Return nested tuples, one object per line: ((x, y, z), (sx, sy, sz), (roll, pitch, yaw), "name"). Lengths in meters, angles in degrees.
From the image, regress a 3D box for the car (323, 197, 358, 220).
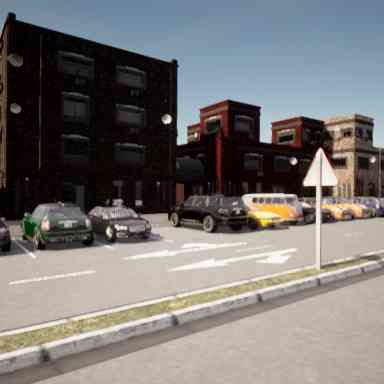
((9.762, 1.220, 25.568), (2.185, 1.767, 4.553), (0, 0, -36), "car")

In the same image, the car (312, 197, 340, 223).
((7.533, 1.354, 23.944), (2.097, 1.535, 5.008), (0, 0, -36), "car")

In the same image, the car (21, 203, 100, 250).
((-5.910, 1.280, 14.294), (2.185, 1.767, 4.553), (0, 0, -36), "car")

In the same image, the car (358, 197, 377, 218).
((12.005, 1.213, 27.170), (2.185, 1.767, 4.553), (0, 0, -36), "car")

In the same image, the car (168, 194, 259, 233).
((0.789, 1.130, 19.153), (2.435, 2.045, 5.566), (0, 0, -36), "car")

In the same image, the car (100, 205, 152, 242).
((-3.684, 1.401, 15.930), (2.231, 1.521, 4.892), (0, 0, -36), "car")

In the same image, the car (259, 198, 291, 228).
((3.157, 1.369, 20.583), (1.946, 1.575, 5.366), (0, 0, -36), "car")

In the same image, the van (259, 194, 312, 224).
((5.360, 1.137, 22.241), (1.878, 1.987, 4.442), (0, 0, -36), "van")

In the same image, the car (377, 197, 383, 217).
((14.285, 1.207, 28.723), (2.185, 1.767, 4.553), (0, 0, -36), "car")

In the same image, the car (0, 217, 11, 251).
((-8.170, 1.448, 12.714), (2.002, 1.452, 4.674), (0, 0, -36), "car")
